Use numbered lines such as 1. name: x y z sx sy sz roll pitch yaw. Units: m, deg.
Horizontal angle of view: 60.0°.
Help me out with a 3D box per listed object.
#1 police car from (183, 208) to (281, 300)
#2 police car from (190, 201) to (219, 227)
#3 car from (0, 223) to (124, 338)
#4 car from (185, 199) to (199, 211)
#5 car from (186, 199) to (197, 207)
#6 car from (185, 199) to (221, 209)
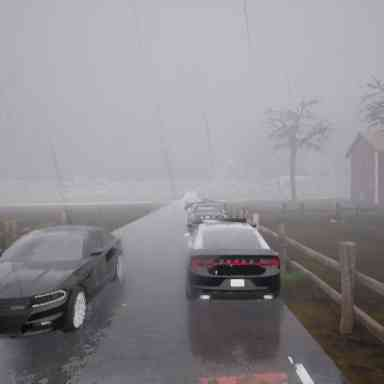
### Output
1. police car: 0.815 1.440 8.571 1.930 1.638 5.238 0 0 0
2. police car: 0.797 1.523 24.579 1.930 1.638 5.238 0 0 0
3. car: -2.760 1.487 7.032 1.882 1.535 5.008 0 0 0
4. car: -0.040 1.751 45.846 1.812 1.442 4.674 0 0 0
5. car: -0.067 1.887 59.502 1.895 1.301 4.718 0 0 0
6. car: 0.803 1.410 18.437 2.097 1.767 4.553 0 0 0
